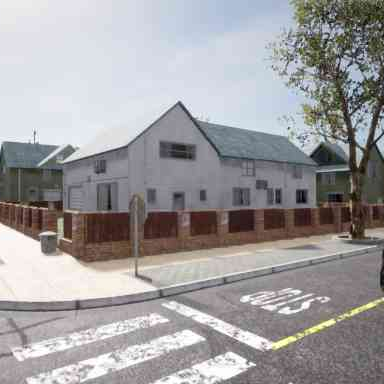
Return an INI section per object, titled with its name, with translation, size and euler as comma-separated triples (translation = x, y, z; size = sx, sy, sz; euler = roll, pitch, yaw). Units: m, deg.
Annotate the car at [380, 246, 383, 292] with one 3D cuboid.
[car]
translation = 6.097, 1.329, 7.060
size = 5.566, 2.045, 2.150
euler = 1, -2, -38
